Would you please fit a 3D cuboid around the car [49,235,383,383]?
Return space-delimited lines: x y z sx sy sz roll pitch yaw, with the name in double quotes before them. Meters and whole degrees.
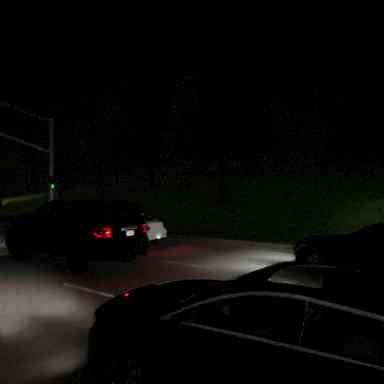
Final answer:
"car" 0.988 1.497 3.286 4.902 1.511 2.128 0 0 35

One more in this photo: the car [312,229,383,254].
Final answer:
"car" 4.824 1.541 4.854 5.357 1.411 2.033 0 0 35

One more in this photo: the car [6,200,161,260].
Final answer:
"car" -3.935 1.272 11.046 5.566 2.045 2.150 0 0 36

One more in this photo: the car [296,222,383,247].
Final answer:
"car" 5.166 1.529 8.885 4.674 1.442 1.812 0 0 35

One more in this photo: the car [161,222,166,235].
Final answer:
"car" -3.235 1.582 14.853 4.674 1.442 1.812 0 0 36
